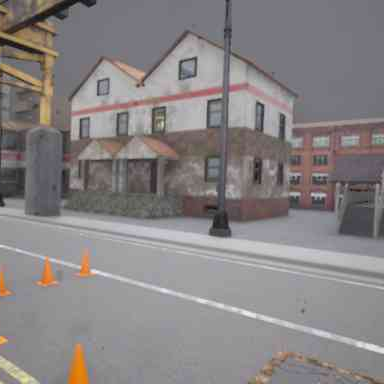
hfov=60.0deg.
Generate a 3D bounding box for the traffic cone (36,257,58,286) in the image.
[{"bbox_3d":[-3.219,1.735,7.397,0.340,0.580,0.340,2,1,36],"label":"traffic cone"}]

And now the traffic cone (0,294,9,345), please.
[{"bbox_3d":[-2.786,1.799,4.603,0.340,0.580,0.340,2,1,36],"label":"traffic cone"}]

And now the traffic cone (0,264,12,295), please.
[{"bbox_3d":[-3.809,1.734,6.590,0.340,0.580,0.340,2,1,36],"label":"traffic cone"}]

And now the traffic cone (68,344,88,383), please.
[{"bbox_3d":[-1.172,1.866,3.423,0.340,0.580,0.340,2,1,36],"label":"traffic cone"}]

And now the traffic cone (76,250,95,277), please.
[{"bbox_3d":[-2.629,1.736,8.204,0.340,0.580,0.340,2,1,36],"label":"traffic cone"}]
